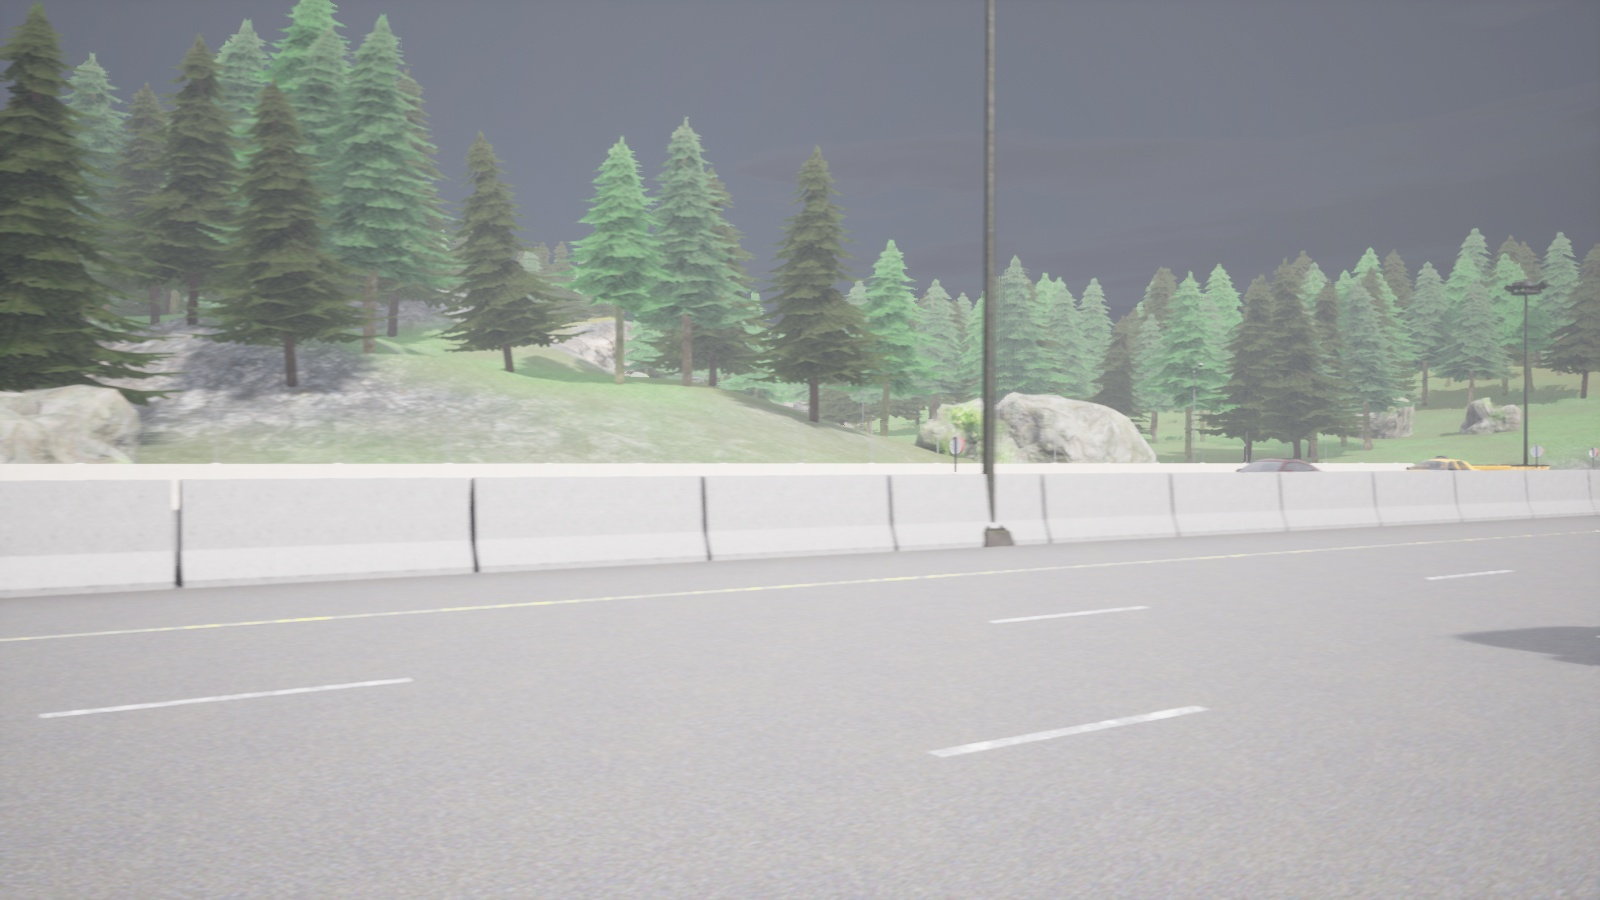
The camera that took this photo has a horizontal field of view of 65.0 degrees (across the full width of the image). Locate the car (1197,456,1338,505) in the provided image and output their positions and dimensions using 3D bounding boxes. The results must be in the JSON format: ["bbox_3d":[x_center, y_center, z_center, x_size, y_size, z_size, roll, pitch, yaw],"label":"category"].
[{"bbox_3d":[14.730,0.925,39.494,4.674,1.442,1.812,0,0,-35],"label":"car"}]

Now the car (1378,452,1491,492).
[{"bbox_3d":[26.181,0.886,51.728,5.366,1.575,1.801,0,0,-35],"label":"car"}]
